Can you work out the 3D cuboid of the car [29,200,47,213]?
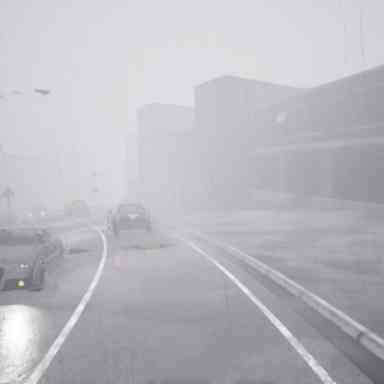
[{"bbox_3d":[-22.167,1.956,47.980,2.097,1.767,4.553,-2,0,-21],"label":"car"}]

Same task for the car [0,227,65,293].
[{"bbox_3d":[-4.682,1.642,8.792,1.994,1.385,4.181,-1,0,-11],"label":"car"}]

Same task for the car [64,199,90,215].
[{"bbox_3d":[-13.258,1.655,38.088,2.097,1.767,4.553,-3,1,-30],"label":"car"}]

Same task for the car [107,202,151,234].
[{"bbox_3d":[-3.874,1.408,19.940,2.097,1.767,4.553,-2,0,-19],"label":"car"}]
